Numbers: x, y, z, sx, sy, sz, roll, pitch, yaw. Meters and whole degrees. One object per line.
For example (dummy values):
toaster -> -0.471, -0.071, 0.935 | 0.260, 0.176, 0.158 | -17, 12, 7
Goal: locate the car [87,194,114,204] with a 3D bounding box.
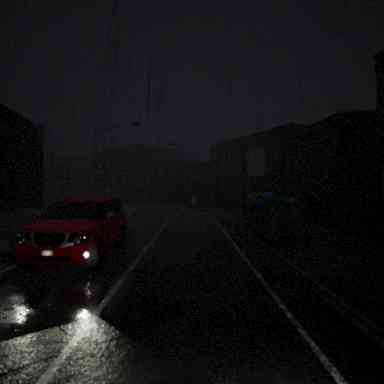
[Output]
car -> -14.709, 1.099, 53.204 | 2.128, 1.511, 4.902 | 1, 0, -42

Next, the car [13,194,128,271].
car -> -3.607, 1.157, 11.037 | 2.150, 2.045, 5.566 | 0, 0, 0
